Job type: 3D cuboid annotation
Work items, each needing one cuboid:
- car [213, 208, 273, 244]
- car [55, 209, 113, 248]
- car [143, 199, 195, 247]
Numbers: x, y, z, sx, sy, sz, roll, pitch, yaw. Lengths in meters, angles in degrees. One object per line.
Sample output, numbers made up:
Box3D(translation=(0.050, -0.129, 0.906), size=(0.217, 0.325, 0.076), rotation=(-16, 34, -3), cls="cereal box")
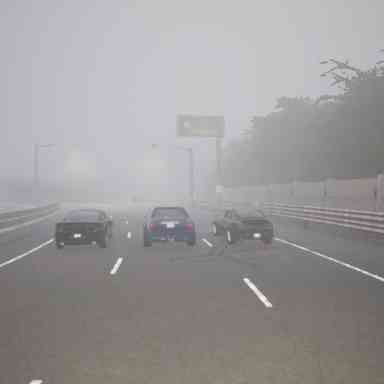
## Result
Box3D(translation=(2.282, 1.515, 15.899), size=(1.837, 1.490, 4.892), rotation=(0, 0, -9), cls="car")
Box3D(translation=(-4.639, 1.483, 14.855), size=(1.882, 1.535, 5.008), rotation=(0, 0, -9), cls="car")
Box3D(translation=(-1.174, 1.364, 15.347), size=(2.097, 1.767, 4.553), rotation=(0, 0, -9), cls="car")
